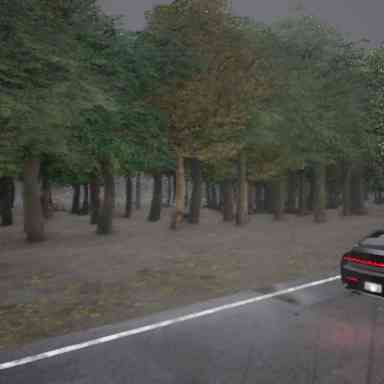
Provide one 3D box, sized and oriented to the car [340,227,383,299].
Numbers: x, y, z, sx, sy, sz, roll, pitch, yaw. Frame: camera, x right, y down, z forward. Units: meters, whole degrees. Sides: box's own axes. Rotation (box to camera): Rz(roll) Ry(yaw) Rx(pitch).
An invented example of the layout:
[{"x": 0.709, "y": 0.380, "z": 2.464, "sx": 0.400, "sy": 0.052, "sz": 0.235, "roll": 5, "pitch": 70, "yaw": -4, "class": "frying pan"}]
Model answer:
[{"x": 5.305, "y": 1.506, "z": 7.531, "sx": 4.892, "sy": 1.490, "sz": 1.837, "roll": 0, "pitch": 0, "yaw": -36, "class": "car"}]
